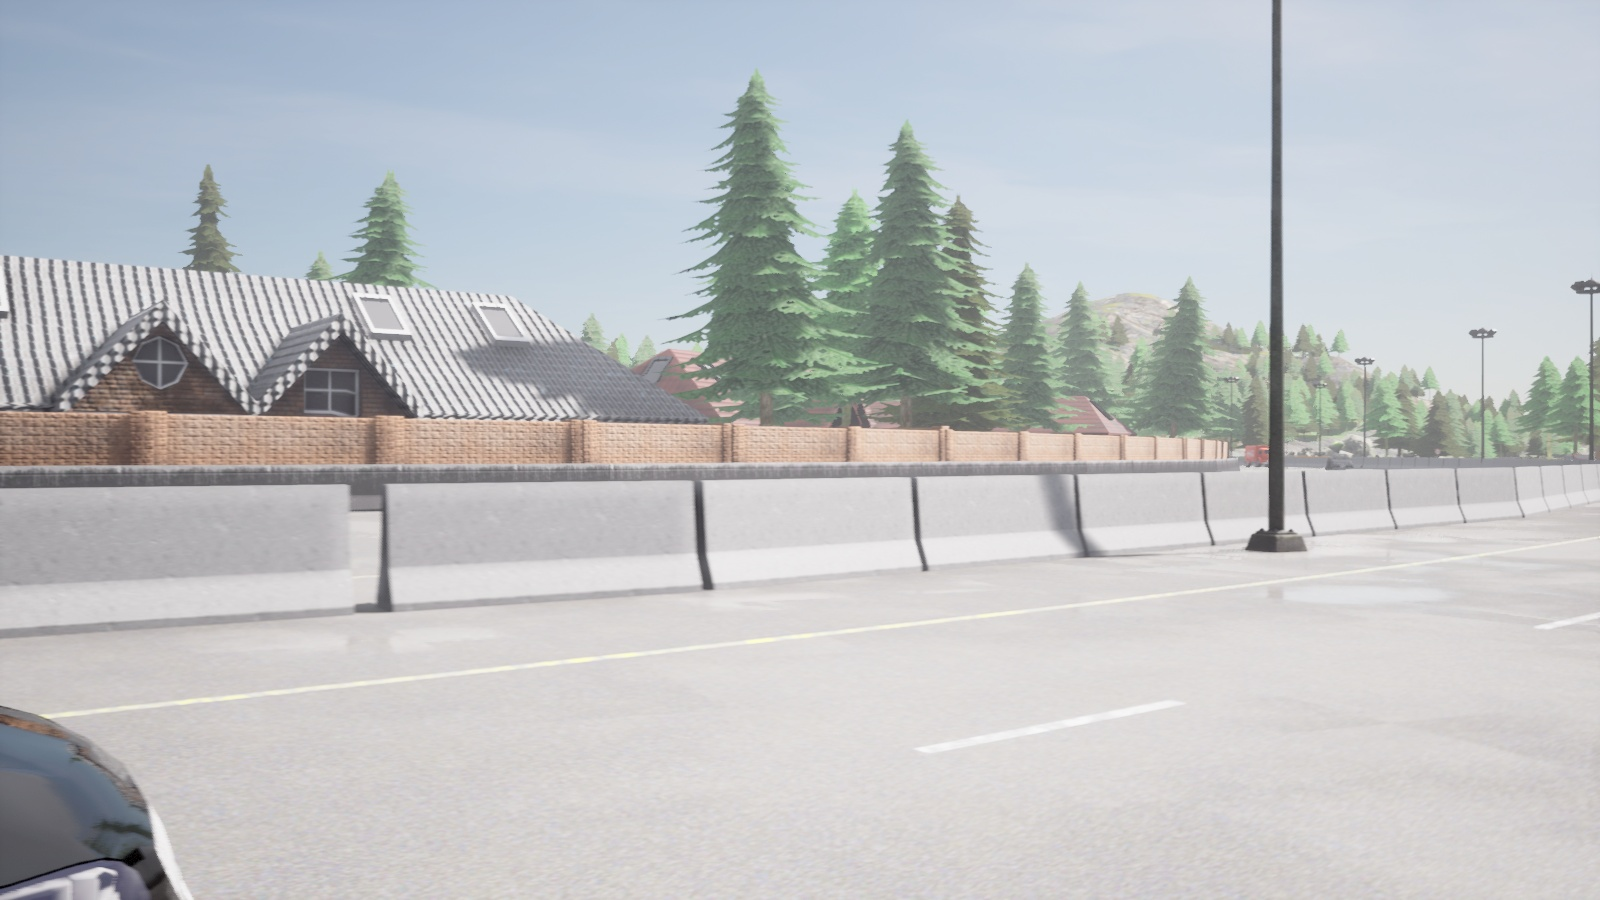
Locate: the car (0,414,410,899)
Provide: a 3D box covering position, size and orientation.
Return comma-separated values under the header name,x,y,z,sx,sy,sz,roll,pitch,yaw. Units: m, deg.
name,x,y,z,sx,sy,sz,roll,pitch,yaw
car,-3.215,0.712,1.394,4.902,1.511,2.128,0,0,-35
